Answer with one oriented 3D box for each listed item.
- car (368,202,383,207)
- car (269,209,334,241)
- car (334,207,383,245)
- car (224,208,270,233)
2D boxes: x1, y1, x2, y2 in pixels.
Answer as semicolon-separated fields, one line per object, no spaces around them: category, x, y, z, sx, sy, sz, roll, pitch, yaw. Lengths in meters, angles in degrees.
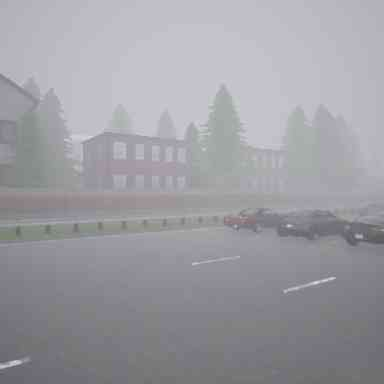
car;16.416;1.570;28.476;4.181;1.385;1.994;0;0;-35
car;6.236;1.569;16.916;4.181;1.385;1.994;0;0;-35
car;8.269;1.530;14.066;4.674;1.442;1.812;0;0;-35
car;4.228;1.613;19.782;4.718;1.301;1.895;0;0;-35
